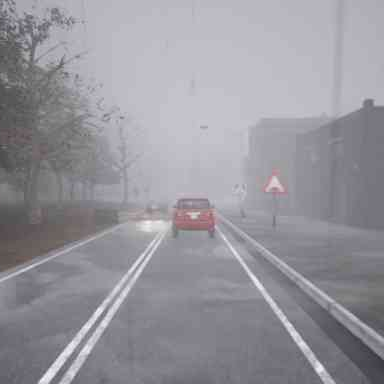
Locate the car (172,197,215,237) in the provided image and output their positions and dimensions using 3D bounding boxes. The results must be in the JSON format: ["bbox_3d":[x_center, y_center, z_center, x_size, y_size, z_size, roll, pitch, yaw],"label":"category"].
[{"bbox_3d":[0.079,1.287,18.576,2.150,2.045,5.566,0,0,0],"label":"car"}]

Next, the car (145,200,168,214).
[{"bbox_3d":[-3.402,1.495,32.477,2.128,1.511,4.902,0,-6,0],"label":"car"}]

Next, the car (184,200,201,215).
[{"bbox_3d":[0.025,1.695,36.856,1.812,1.442,4.674,0,0,0],"label":"car"}]
